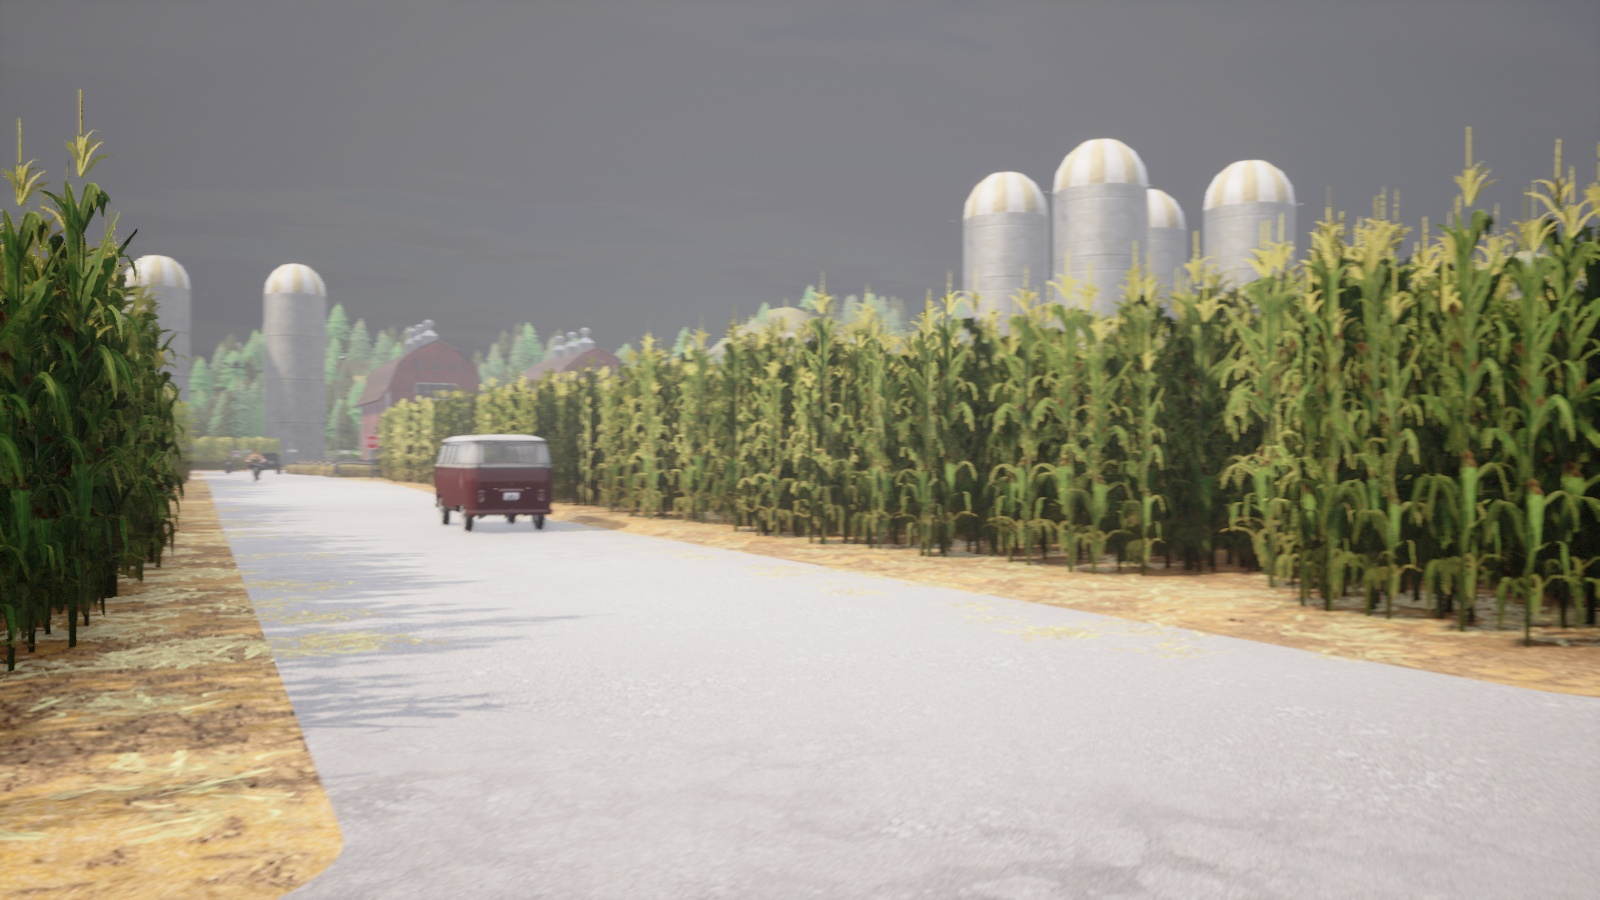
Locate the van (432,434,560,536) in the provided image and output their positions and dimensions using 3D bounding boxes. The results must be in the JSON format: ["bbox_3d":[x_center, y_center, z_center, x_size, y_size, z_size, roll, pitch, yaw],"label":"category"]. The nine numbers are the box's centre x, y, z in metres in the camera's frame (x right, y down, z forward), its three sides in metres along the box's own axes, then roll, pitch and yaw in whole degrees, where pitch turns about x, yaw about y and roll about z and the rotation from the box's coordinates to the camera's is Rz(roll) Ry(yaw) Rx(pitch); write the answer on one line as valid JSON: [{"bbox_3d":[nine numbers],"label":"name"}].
[{"bbox_3d":[-6.590,0.685,26.897,1.775,1.987,4.442,0,0,-26],"label":"van"}]
